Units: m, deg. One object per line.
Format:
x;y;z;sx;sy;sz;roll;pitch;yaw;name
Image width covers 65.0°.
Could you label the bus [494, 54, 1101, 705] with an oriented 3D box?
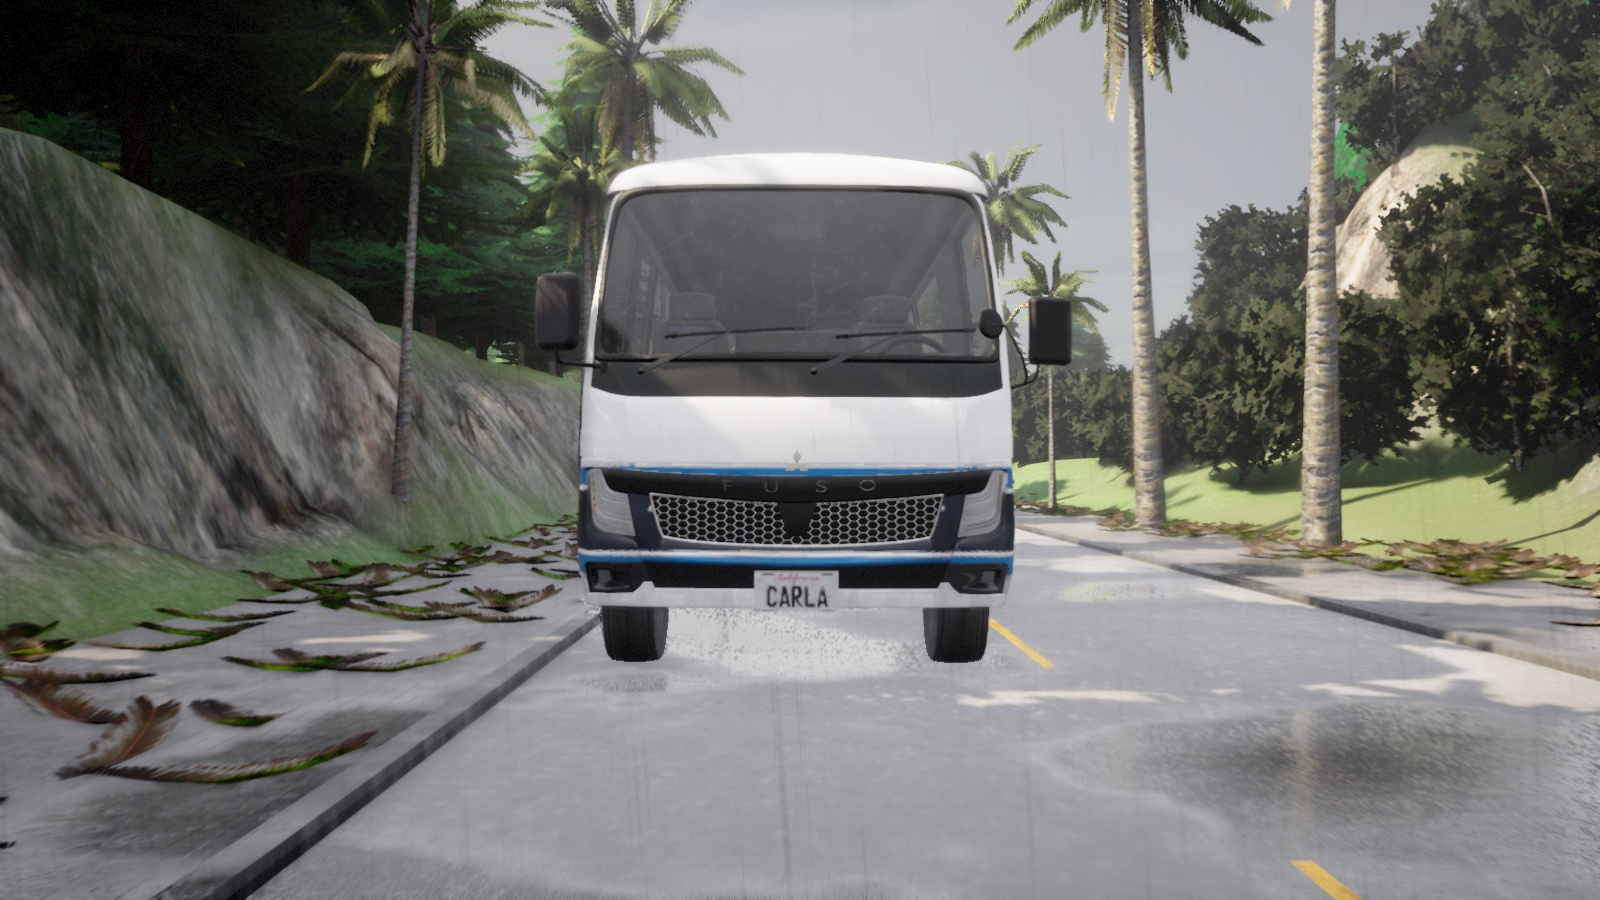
-0.043;-0.338;13.351;3.944;4.253;10.273;0;-2;0;bus
